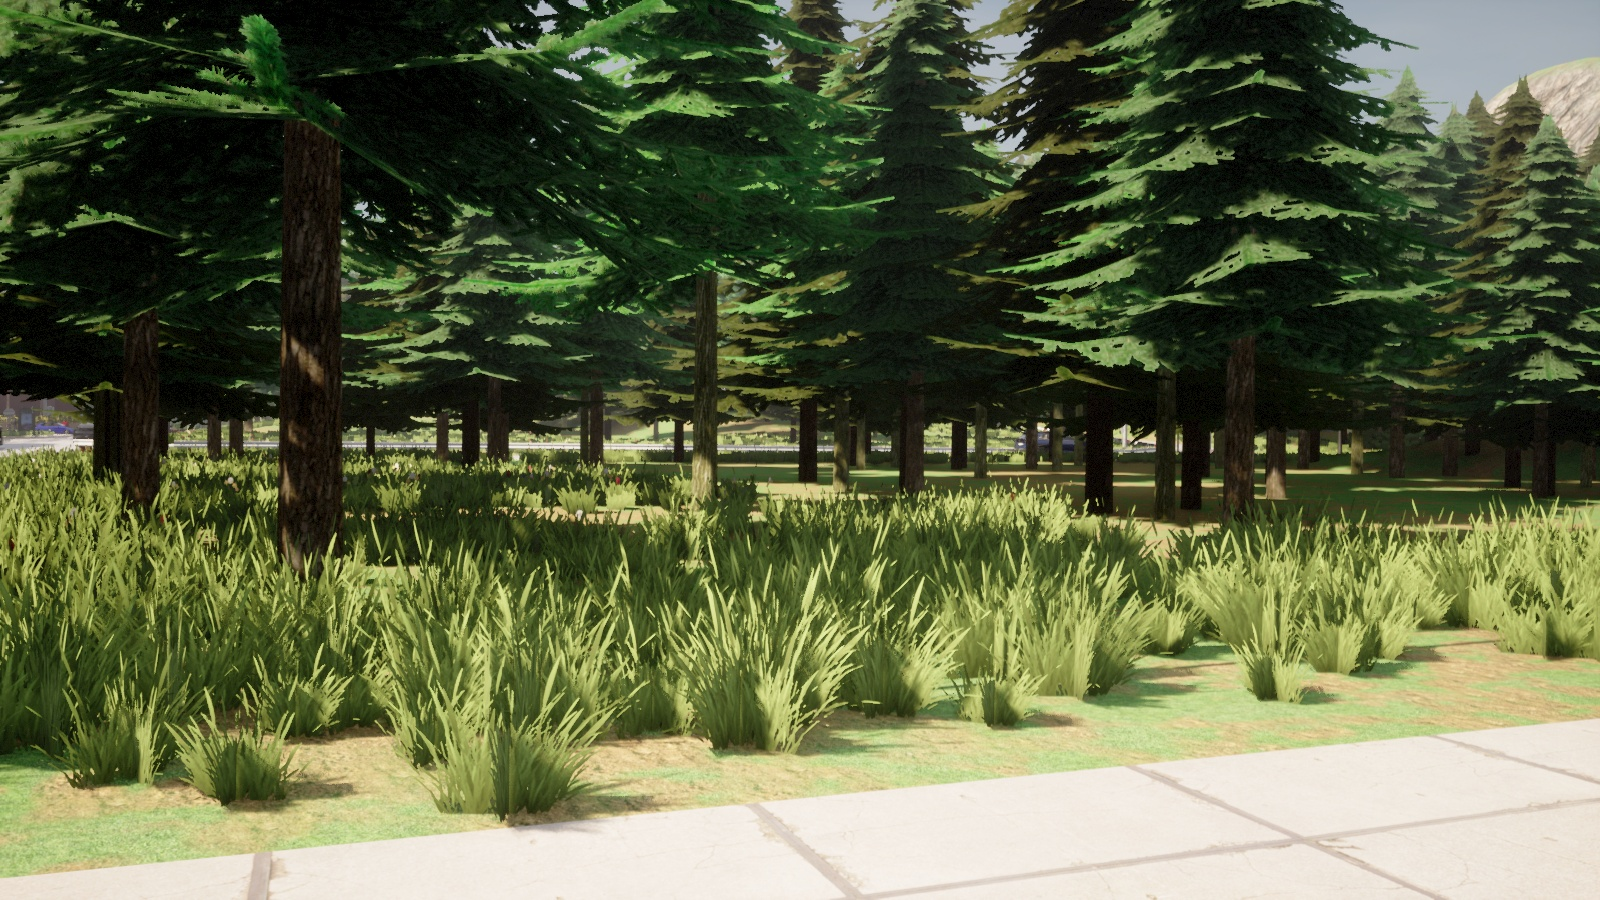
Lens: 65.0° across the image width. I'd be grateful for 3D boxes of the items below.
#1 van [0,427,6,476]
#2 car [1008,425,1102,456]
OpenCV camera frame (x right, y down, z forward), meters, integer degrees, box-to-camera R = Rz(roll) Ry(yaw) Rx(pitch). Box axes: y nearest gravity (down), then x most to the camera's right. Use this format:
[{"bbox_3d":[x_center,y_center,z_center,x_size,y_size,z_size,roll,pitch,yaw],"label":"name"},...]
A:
[{"bbox_3d":[-35.702,0.081,52.029,4.480,2.038,2.069,-1,1,-25],"label":"van"},{"bbox_3d":[14.316,-0.554,70.382,4.856,1.649,2.033,-1,1,-22],"label":"car"}]
